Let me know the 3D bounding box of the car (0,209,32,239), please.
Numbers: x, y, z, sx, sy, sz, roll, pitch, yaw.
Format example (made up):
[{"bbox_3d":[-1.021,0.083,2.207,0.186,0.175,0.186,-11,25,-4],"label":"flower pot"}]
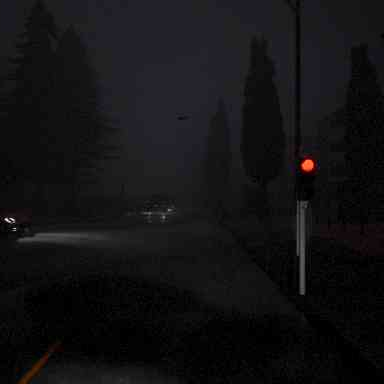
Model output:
[{"bbox_3d":[-10.526,1.352,16.656,4.553,1.767,2.097,0,0,-1],"label":"car"}]

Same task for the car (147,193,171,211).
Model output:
[{"bbox_3d":[-4.138,1.220,40.804,2.150,2.045,5.566,0,0,0],"label":"car"}]

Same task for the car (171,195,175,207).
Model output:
[{"bbox_3d":[-4.132,1.220,51.491,2.150,2.045,5.566,0,0,0],"label":"car"}]

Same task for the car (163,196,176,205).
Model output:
[{"bbox_3d":[-4.085,1.545,62.006,2.033,1.411,5.357,0,0,0],"label":"car"}]
